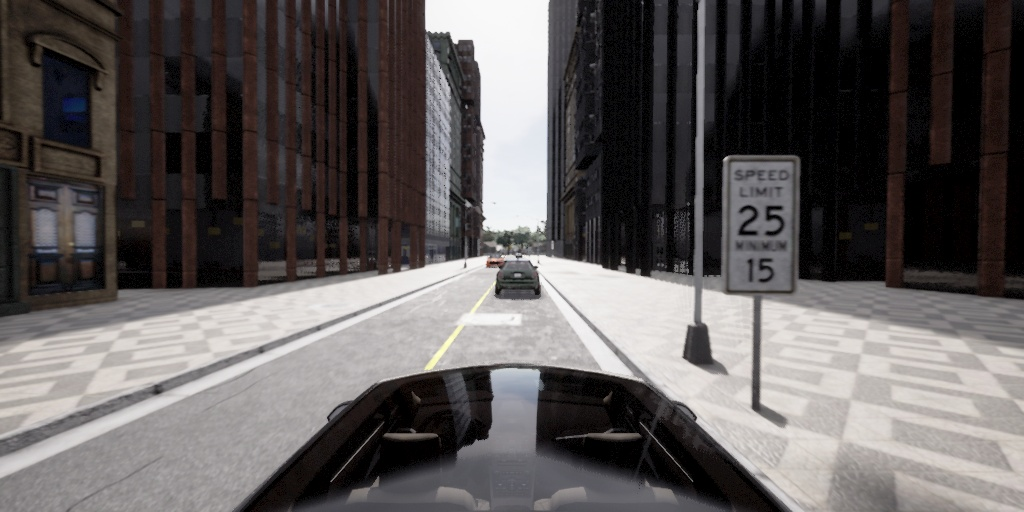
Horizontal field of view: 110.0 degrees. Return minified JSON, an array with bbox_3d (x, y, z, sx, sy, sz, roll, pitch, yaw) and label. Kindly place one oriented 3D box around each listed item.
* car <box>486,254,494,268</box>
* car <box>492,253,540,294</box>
[{"bbox_3d":[-2.163,0.578,46.540,2.097,1.767,4.553,0,1,1],"label":"car"},{"bbox_3d":[0.304,0.910,18.732,2.097,1.767,4.553,0,1,1],"label":"car"}]
